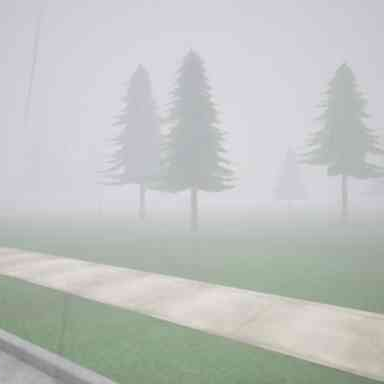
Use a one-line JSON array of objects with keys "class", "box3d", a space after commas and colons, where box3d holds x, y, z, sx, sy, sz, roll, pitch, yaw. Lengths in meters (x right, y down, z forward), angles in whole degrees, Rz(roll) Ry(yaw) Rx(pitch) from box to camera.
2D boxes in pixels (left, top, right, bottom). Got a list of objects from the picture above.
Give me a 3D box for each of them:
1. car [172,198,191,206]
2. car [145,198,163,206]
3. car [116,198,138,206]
[{"class": "car", "box3d": [-1.864, 1.925, 63.664, 1.882, 1.535, 5.008, -1, 0, 36]}, {"class": "car", "box3d": [-7.775, 2.044, 67.434, 1.812, 1.442, 4.674, -1, 0, 36]}, {"class": "car", "box3d": [-12.874, 2.034, 66.362, 2.128, 1.511, 4.902, -1, 0, 36]}]
